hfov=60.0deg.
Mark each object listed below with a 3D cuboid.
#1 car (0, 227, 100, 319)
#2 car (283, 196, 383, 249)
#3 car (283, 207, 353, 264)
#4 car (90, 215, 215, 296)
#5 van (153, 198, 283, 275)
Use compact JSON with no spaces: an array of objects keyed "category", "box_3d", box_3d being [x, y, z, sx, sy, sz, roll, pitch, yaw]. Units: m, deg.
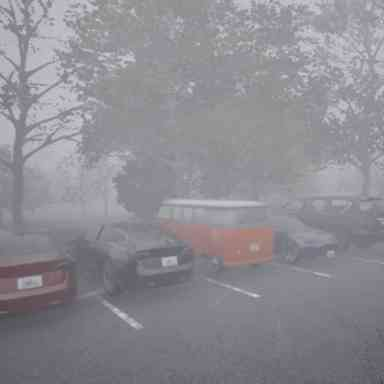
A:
[{"category":"car","box_3d":[-3.965,1.502,7.267,2.163,1.488,4.792,-1,0,-35]},{"category":"car","box_3d":[5.050,1.175,13.696,2.435,2.045,5.566,0,0,-36]},{"category":"car","box_3d":[2.829,1.463,12.042,2.163,1.488,4.792,0,0,-36]},{"category":"car","box_3d":[-1.816,1.485,8.799,2.163,1.488,4.792,0,0,-35]},{"category":"van","box_3d":[0.388,1.217,10.479,1.878,1.987,4.442,0,0,-36]}]
